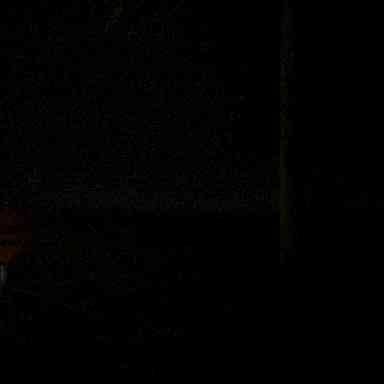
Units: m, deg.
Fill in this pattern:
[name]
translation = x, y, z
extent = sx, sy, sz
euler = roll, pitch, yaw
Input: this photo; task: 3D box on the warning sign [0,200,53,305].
[warning sign]
translation = -3.695, 1.117, 6.601
extent = 1.060, 1.860, 1.300
euler = 2, -1, 35
